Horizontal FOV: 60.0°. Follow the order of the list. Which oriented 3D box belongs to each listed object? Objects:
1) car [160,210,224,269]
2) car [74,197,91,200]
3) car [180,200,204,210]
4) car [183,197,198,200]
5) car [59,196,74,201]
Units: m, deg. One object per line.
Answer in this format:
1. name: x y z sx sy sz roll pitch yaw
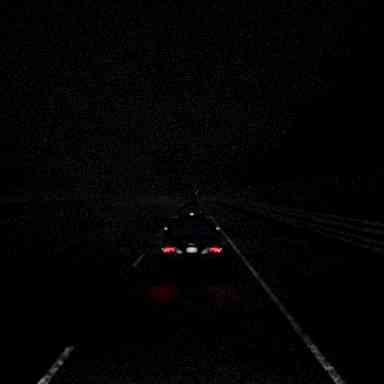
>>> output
1. car: -0.005 1.553 11.131 2.033 1.411 5.357 0 0 0
2. car: -21.028 1.647 65.435 1.812 1.442 4.674 0 0 0
3. car: -0.011 1.571 26.056 1.994 1.385 4.181 0 0 0
4. car: -0.022 1.593 54.486 1.837 1.490 4.892 0 -1 0
5. car: -24.527 1.622 65.422 1.837 1.490 4.892 0 0 0
